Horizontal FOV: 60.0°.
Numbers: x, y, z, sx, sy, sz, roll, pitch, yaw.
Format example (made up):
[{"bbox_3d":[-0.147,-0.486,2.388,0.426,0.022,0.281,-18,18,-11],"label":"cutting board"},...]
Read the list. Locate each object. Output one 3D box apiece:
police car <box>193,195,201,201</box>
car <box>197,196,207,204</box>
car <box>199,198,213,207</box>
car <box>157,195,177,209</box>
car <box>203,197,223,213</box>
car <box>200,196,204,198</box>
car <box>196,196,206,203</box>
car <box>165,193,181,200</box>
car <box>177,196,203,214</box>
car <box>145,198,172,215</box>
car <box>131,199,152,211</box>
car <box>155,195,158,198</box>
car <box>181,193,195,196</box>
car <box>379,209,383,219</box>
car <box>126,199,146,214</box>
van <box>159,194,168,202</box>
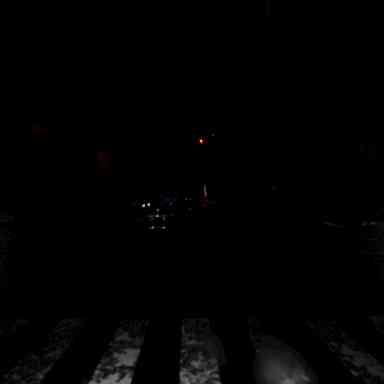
[{"bbox_3d":[1.334,1.546,90.720,1.930,1.638,5.238,0,0,-1],"label":"police car"},{"bbox_3d":[2.019,1.608,68.203,1.752,1.417,4.829,0,0,-1],"label":"car"},{"bbox_3d":[2.218,1.610,52.874,2.008,1.369,4.403,0,0,-1],"label":"car"},{"bbox_3d":[-3.563,1.530,47.370,1.882,1.535,5.008,0,0,-1],"label":"car"},{"bbox_3d":[2.428,1.589,36.542,2.008,1.369,4.403,0,0,-1],"label":"car"},{"bbox_3d":[2.288,1.597,47.430,1.887,1.381,4.507,0,0,-1],"label":"car"},{"bbox_3d":[1.953,1.656,73.323,1.947,1.339,4.313,0,0,-1],"label":"car"},{"bbox_3d":[-3.738,1.430,64.957,2.097,1.767,4.553,0,0,0],"label":"car"},{"bbox_3d":[-0.231,1.530,36.402,2.128,1.511,4.902,0,0,-1],"label":"car"},{"bbox_3d":[-3.416,1.601,34.835,1.994,1.385,4.181,0,0,-1],"label":"car"},{"bbox_3d":[-6.161,1.595,41.427,2.008,1.369,4.403,0,0,-1],"label":"car"},{"bbox_3d":[-6.349,1.630,55.997,1.947,1.339,4.313,0,0,-1],"label":"car"},{"bbox_3d":[-0.706,1.571,65.597,2.128,1.511,4.902,0,0,-1],"label":"car"},{"bbox_3d":[14.659,1.322,21.176,4.718,1.301,1.895,-1,0,-1],"label":"car"},{"bbox_3d":[-6.096,1.589,36.435,2.008,1.369,4.403,0,0,-1],"label":"car"},{"bbox_3d":[-6.629,1.439,77.649,1.690,1.788,3.998,0,0,-1],"label":"van"}]
